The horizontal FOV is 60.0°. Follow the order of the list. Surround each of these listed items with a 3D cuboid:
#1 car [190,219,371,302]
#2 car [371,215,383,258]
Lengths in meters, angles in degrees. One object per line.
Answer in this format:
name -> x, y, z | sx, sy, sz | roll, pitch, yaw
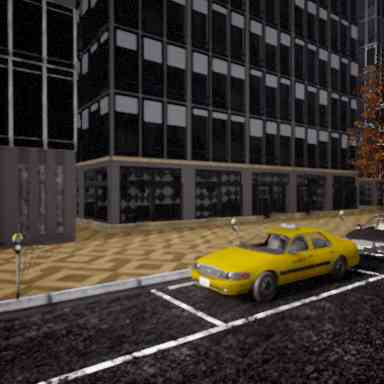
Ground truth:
car -> 2.216, 1.480, 8.131 | 4.829, 1.417, 1.752 | 0, 0, -35
car -> 6.992, 1.463, 11.532 | 4.403, 1.369, 2.008 | -1, 1, -35
